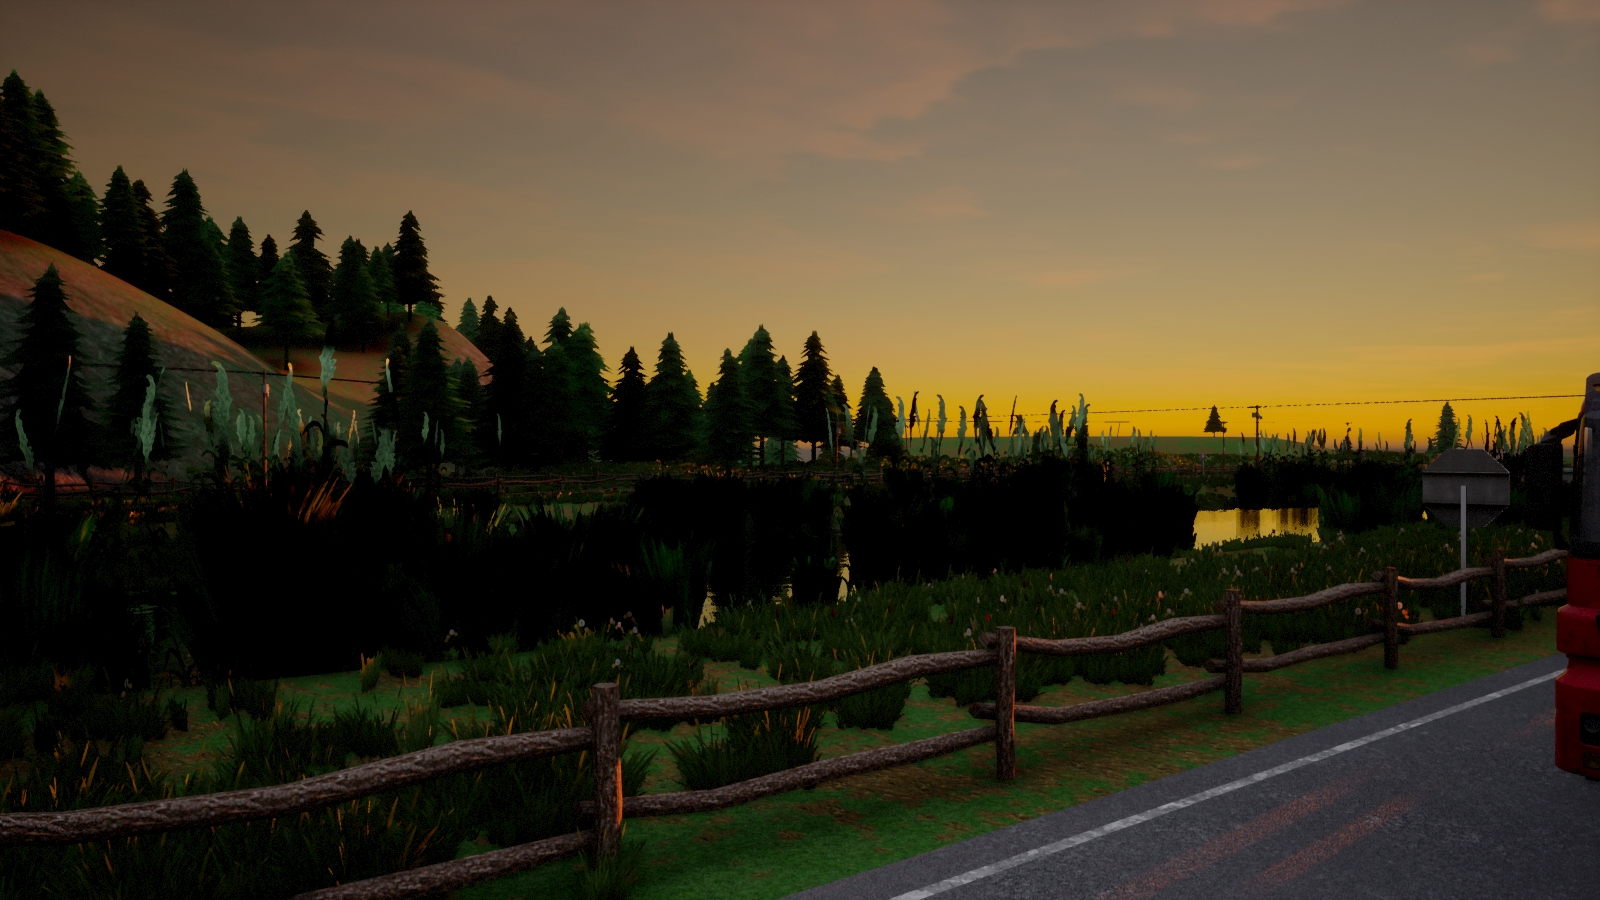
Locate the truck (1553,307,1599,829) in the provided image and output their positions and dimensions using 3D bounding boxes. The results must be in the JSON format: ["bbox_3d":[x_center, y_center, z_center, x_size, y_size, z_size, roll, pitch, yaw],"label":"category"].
[{"bbox_3d":[9.442,0.862,10.927,2.891,3.827,8.468,0,0,39],"label":"truck"}]

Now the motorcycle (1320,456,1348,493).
[{"bbox_3d":[34.823,1.577,74.499,2.033,2.348,0.803,0,0,-39],"label":"motorcycle"}]
